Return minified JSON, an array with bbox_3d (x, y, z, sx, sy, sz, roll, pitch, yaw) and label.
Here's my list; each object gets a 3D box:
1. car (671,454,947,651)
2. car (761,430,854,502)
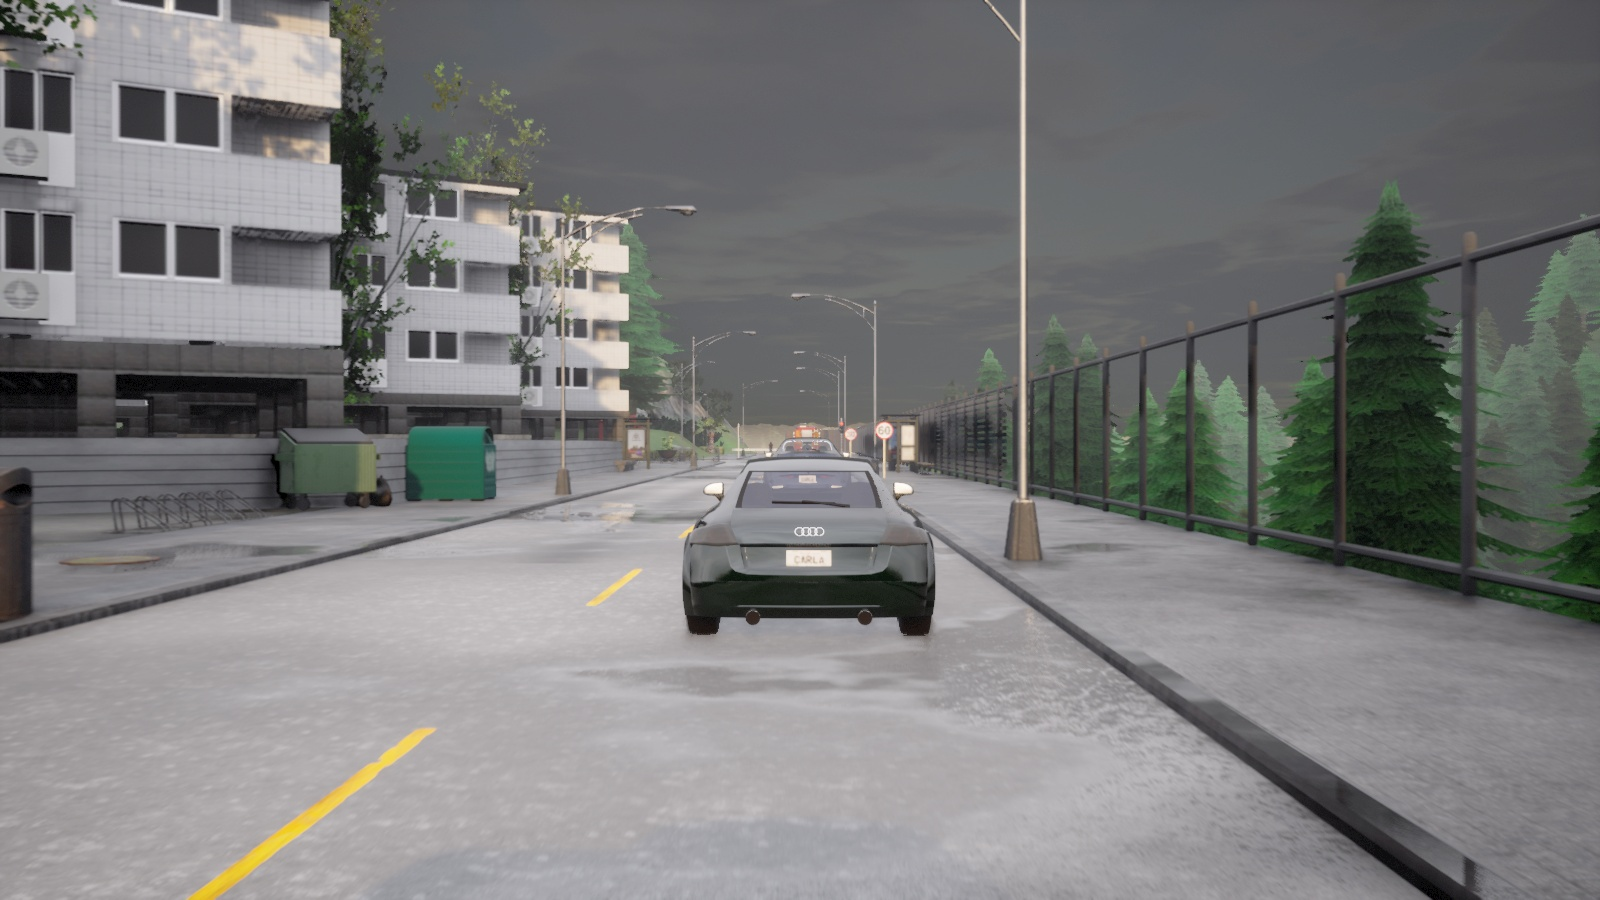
[{"bbox_3d":[0.075,0.748,11.163,1.994,1.385,4.181,0,0,0],"label":"car"},{"bbox_3d":[0.184,0.348,31.476,2.152,1.651,5.027,0,0,0],"label":"car"}]
